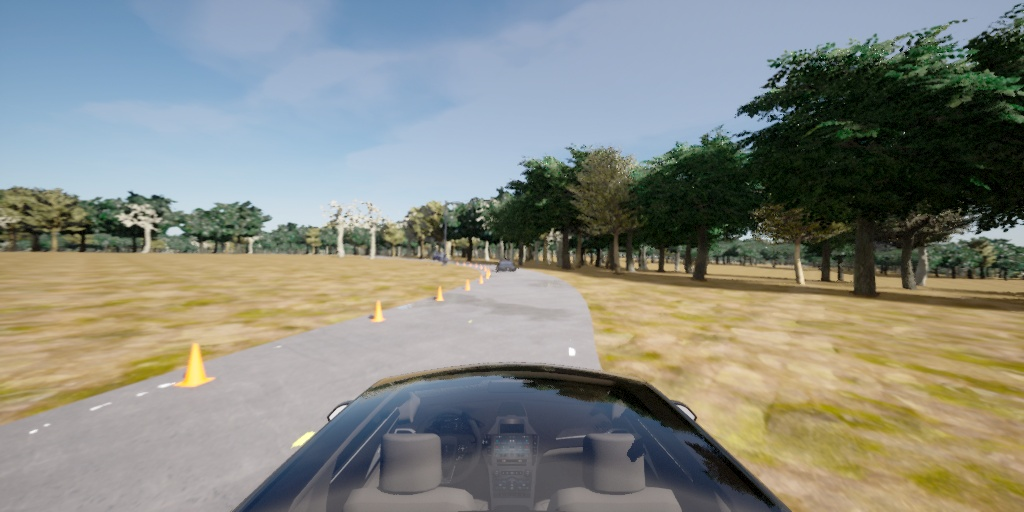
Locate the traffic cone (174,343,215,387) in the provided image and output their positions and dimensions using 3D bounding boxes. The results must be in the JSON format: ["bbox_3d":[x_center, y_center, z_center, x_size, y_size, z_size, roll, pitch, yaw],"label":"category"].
[{"bbox_3d":[-4.777,1.610,5.404,0.340,0.580,0.340,0,0,6],"label":"traffic cone"}]

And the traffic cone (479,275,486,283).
[{"bbox_3d":[-2.160,1.602,25.067,0.340,0.580,0.340,0,0,3],"label":"traffic cone"}]

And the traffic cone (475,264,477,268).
[{"bbox_3d":[-5.365,1.461,53.926,0.340,0.580,0.340,0,0,-15],"label":"traffic cone"}]

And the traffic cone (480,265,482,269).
[{"bbox_3d":[-4.206,1.505,49.208,0.340,0.580,0.340,0,0,-12],"label":"traffic cone"}]

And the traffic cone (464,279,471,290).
[{"bbox_3d":[-2.508,1.606,20.220,0.340,0.580,0.340,0,0,6],"label":"traffic cone"}]

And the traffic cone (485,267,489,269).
[{"bbox_3d":[-2.223,1.582,34.780,0.340,0.580,0.340,0,0,-3],"label":"traffic cone"}]

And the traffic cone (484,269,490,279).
[{"bbox_3d":[-2.065,1.594,29.924,0.340,0.580,0.340,0,0,0],"label":"traffic cone"}]

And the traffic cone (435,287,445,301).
[{"bbox_3d":[-3.108,1.606,15.398,0.340,0.580,0.340,0,0,9],"label":"traffic cone"}]

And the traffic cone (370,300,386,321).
[{"bbox_3d":[-3.959,1.606,10.615,0.340,0.580,0.340,0,0,12],"label":"traffic cone"}]

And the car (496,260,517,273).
[{"bbox_3d":[-0.682,1.206,40.899,1.994,1.385,4.181,1,0,-7],"label":"car"}]
